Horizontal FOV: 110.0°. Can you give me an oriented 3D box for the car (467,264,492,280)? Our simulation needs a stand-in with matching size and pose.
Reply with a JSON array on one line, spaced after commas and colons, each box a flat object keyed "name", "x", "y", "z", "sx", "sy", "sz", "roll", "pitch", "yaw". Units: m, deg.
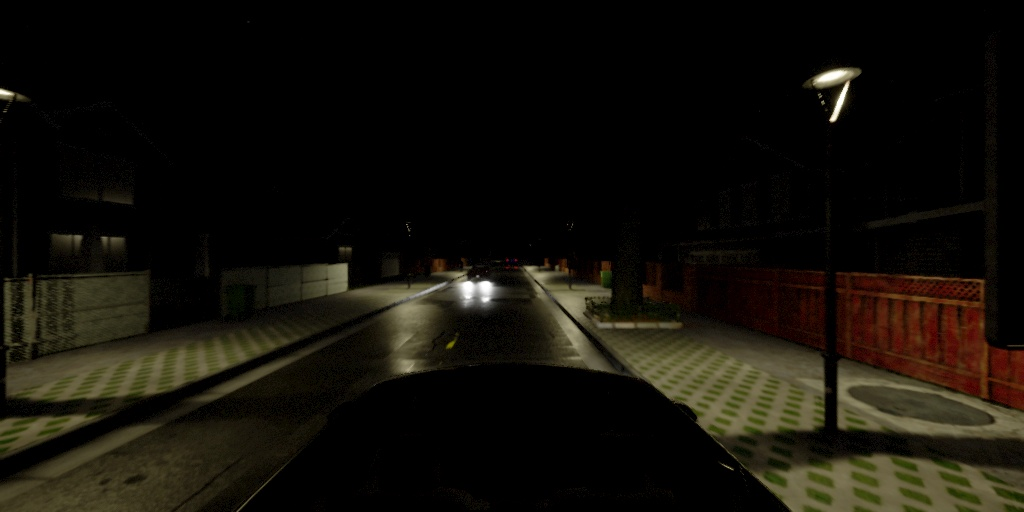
[{"name": "car", "x": -2.784, "y": 1.350, "z": 31.428, "sx": 1.895, "sy": 1.301, "sz": 4.718, "roll": 0, "pitch": 0, "yaw": 0}]
